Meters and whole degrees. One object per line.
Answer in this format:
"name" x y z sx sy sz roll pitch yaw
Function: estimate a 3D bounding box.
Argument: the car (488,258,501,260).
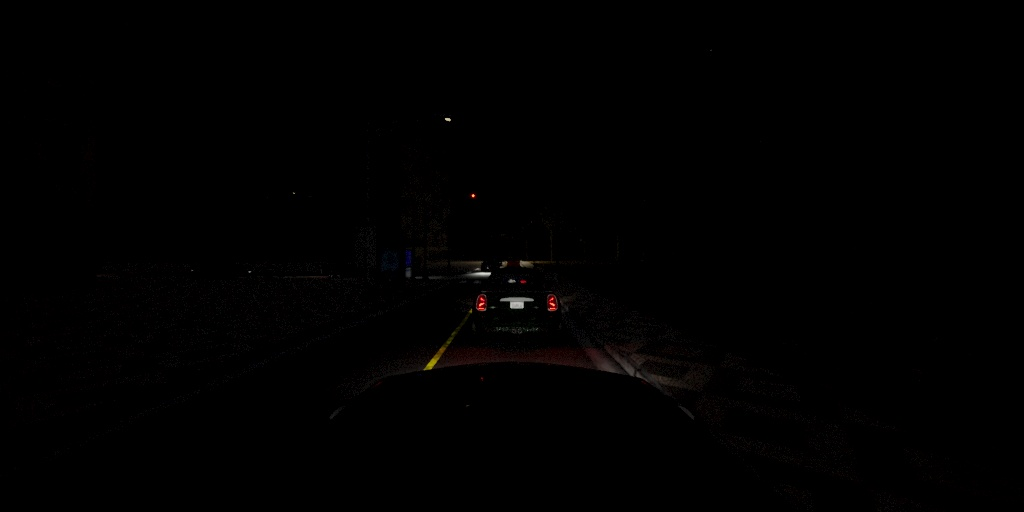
"car" -2.949 1.195 46.214 2.128 1.511 4.902 0 0 0

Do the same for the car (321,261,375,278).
"car" -14.439 1.192 32.064 4.902 1.511 2.128 0 1 2

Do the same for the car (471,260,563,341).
"car" 0.117 1.099 10.016 2.097 1.767 4.553 0 0 0

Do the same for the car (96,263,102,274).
"car" -44.294 1.092 36.064 4.892 1.490 1.837 0 1 2

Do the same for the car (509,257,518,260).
"car" 0.270 1.031 61.127 2.097 1.767 4.553 0 0 0

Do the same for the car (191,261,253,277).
"car" -26.099 1.159 32.398 4.902 1.511 2.128 0 1 2

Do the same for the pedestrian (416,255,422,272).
"pedestrian" -9.965 0.800 38.171 0.375 1.860 0.375 0 0 2
